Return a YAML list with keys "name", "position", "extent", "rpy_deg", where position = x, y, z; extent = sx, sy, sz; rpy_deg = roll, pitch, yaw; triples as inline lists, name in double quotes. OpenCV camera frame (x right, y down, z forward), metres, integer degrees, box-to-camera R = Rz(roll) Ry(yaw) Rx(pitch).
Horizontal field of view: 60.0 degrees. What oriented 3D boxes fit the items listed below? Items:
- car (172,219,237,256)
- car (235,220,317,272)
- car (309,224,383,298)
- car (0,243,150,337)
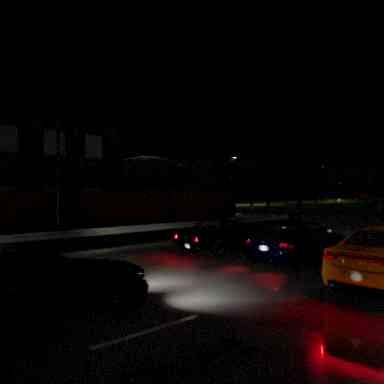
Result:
- name: "car"
  position: [1.540, 1.793, 14.224]
  extent: [4.718, 1.301, 1.895]
  rpy_deg: [0, -1, -40]
- name: "car"
  position: [3.737, 1.695, 11.500]
  extent: [4.181, 1.385, 1.994]
  rpy_deg: [0, -1, -40]
- name: "car"
  position: [5.113, 1.546, 8.092]
  extent: [5.008, 1.535, 1.882]
  rpy_deg: [1, -2, -40]
- name: "car"
  position: [-2.985, 1.647, 5.886]
  extent: [4.674, 1.442, 1.812]
  rpy_deg: [0, -1, -40]
